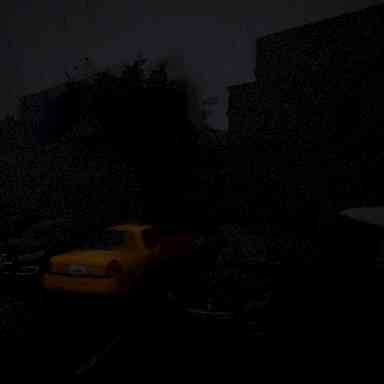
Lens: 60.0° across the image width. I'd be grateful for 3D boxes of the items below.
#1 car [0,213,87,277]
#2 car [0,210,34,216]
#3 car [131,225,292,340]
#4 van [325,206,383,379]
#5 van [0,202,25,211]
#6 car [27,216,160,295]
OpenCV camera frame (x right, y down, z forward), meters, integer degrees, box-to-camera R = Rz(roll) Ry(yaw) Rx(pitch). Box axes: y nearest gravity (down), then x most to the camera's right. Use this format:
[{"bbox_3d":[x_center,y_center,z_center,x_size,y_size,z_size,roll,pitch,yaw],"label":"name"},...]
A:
[{"bbox_3d":[-3.889,1.515,10.220,2.231,1.521,4.892,-1,-1,15],"label":"car"},{"bbox_3d":[-6.276,1.566,11.913,2.097,1.535,5.008,-1,-2,15],"label":"car"},{"bbox_3d":[0.880,1.473,6.834,2.231,1.521,4.892,0,-1,15],"label":"car"},{"bbox_3d":[3.289,1.256,5.245,1.878,1.987,4.442,0,-1,15],"label":"van"},{"bbox_3d":[-8.645,1.416,13.718,1.878,1.987,4.442,-2,-2,15],"label":"van"},{"bbox_3d":[-1.464,1.483,8.703,1.946,1.575,5.366,0,-1,15],"label":"car"}]
